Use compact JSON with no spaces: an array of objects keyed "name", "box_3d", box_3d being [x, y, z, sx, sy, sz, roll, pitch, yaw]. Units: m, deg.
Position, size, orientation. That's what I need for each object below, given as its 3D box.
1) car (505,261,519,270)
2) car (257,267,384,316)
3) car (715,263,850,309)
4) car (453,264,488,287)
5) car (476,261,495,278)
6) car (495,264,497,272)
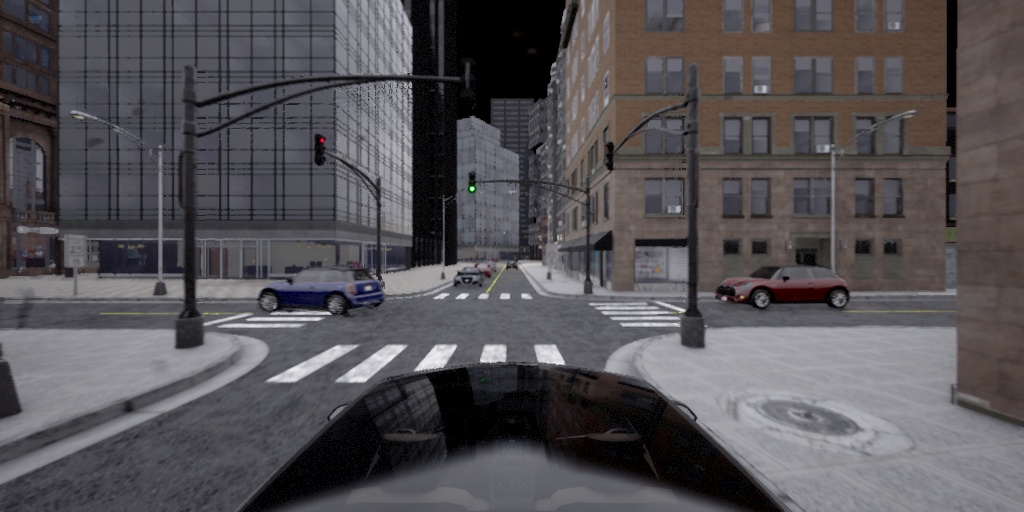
[{"name":"car","box_3d":[0.011,1.451,56.361,1.837,1.490,4.892,0,0,0]},{"name":"car","box_3d":[-7.354,1.206,13.818,4.553,1.767,2.097,0,0,16]},{"name":"car","box_3d":[10.924,1.150,14.744,4.553,1.767,2.097,0,0,-1]},{"name":"car","box_3d":[-3.091,1.505,26.596,1.994,1.385,4.181,0,0,0]},{"name":"car","box_3d":[-3.081,1.445,36.866,1.882,1.535,5.008,0,0,0]},{"name":"car","box_3d":[-3.065,1.449,49.027,2.128,1.511,4.902,0,0,0]}]
